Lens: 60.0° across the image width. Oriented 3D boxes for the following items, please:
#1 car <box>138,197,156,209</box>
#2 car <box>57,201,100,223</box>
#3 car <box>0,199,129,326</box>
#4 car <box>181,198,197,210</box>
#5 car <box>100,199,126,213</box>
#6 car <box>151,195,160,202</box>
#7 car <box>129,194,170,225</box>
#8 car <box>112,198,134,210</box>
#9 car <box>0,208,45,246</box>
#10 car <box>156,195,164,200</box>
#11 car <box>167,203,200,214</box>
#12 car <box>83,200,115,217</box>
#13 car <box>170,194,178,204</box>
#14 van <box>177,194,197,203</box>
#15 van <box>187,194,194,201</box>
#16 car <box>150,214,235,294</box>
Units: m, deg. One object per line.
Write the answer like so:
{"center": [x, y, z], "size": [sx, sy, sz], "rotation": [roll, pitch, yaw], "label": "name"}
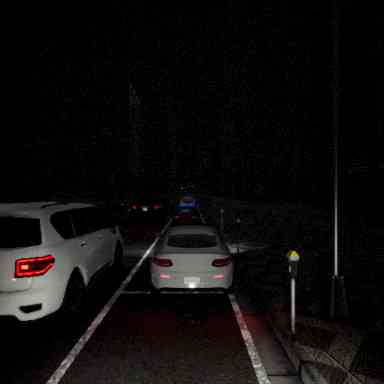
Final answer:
{"center": [-6.162, 1.514, 46.036], "size": [1.837, 1.490, 4.892], "rotation": [0, -1, 0], "label": "car"}
{"center": [-8.918, 1.528, 26.609], "size": [1.752, 1.417, 4.829], "rotation": [0, 0, 0], "label": "car"}
{"center": [-3.046, 1.222, 7.218], "size": [2.150, 2.045, 5.566], "rotation": [0, 0, 0], "label": "car"}
{"center": [-0.367, 1.550, 43.337], "size": [1.887, 1.381, 4.507], "rotation": [0, 0, 0], "label": "car"}
{"center": [-8.921, 1.549, 37.830], "size": [1.887, 1.381, 4.507], "rotation": [0, 0, 0], "label": "car"}
{"center": [-8.912, 1.555, 81.278], "size": [1.752, 1.417, 4.829], "rotation": [0, 0, 0], "label": "car"}
{"center": [-3.045, 1.221, 24.118], "size": [2.150, 2.045, 5.566], "rotation": [0, 0, 0], "label": "car"}
{"center": [-8.922, 1.550, 43.355], "size": [1.887, 1.381, 4.507], "rotation": [0, 0, 0], "label": "car"}
{"center": [-8.916, 1.546, 15.728], "size": [1.887, 1.381, 4.507], "rotation": [0, 0, 0], "label": "car"}
{"center": [-8.906, 1.586, 92.029], "size": [1.887, 1.381, 4.507], "rotation": [0, 0, 0], "label": "car"}
{"center": [-0.370, 1.584, 21.237], "size": [1.802, 1.307, 4.206], "rotation": [0, 0, 0], "label": "car"}
{"center": [-8.919, 1.548, 32.304], "size": [1.887, 1.381, 4.507], "rotation": [0, 0, 0], "label": "car"}
{"center": [-3.145, 1.356, 39.950], "size": [2.097, 1.767, 4.553], "rotation": [0, 0, 0], "label": "car"}
{"center": [-0.368, 1.345, 32.287], "size": [1.690, 1.788, 3.998], "rotation": [0, 0, 0], "label": "van"}
{"center": [-0.380, 1.377, 86.847], "size": [1.690, 1.788, 3.998], "rotation": [0, 0, 0], "label": "van"}
{"center": [0.003, 1.526, 8.650], "size": [1.812, 1.442, 4.674], "rotation": [0, 0, 0], "label": "car"}
